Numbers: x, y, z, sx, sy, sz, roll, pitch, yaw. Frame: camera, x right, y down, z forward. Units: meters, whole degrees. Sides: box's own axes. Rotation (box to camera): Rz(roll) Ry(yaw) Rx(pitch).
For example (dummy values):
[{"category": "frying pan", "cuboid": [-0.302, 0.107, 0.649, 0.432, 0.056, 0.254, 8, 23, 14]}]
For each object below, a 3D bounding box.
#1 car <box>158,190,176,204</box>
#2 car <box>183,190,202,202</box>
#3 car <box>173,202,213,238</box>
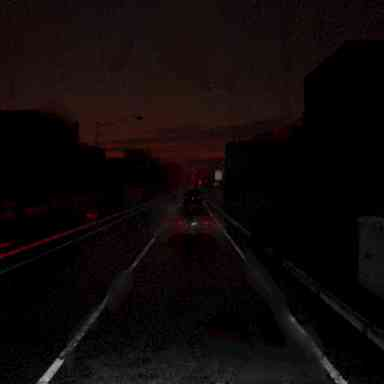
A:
[{"category": "car", "cuboid": [-3.571, 0.672, 48.353, 2.150, 2.045, 5.566, 0, 1, 0]}, {"category": "car", "cuboid": [0.083, 0.793, 40.500, 2.150, 2.045, 5.566, 0, 1, 0]}, {"category": "car", "cuboid": [0.097, 1.449, 17.058, 2.033, 1.411, 5.357, 0, 1, 0]}]
